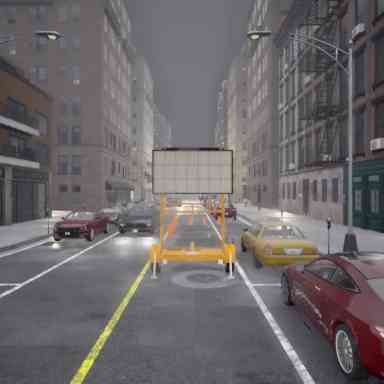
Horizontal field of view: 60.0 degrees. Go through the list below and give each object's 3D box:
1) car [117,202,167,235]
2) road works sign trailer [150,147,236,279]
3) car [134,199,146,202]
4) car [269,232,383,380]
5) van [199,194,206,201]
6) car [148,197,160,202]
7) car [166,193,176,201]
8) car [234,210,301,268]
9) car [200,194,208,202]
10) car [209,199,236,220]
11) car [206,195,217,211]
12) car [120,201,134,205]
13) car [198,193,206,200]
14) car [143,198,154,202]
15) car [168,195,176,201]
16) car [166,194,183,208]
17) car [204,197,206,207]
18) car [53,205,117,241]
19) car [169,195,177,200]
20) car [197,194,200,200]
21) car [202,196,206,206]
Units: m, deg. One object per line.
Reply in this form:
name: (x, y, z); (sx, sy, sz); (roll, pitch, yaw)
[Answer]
car: (-2.812, 1.546, 19.124); (2.033, 1.411, 5.357); (0, 0, 0)
road works sign trailer: (0.021, 0.464, 10.058); (2.380, 3.560, 2.880); (0, 0, 0)
car: (-5.331, 1.542, 27.929); (1.887, 1.381, 4.507); (0, 0, 0)
car: (2.648, 1.582, 5.183); (1.802, 1.307, 4.206); (0, 0, 0)
van: (2.874, 1.324, 88.705); (1.690, 1.788, 3.998); (0, 0, 0)
car: (-5.307, 1.435, 39.293); (1.967, 1.590, 4.097); (0, 0, 0)
car: (-5.248, 1.299, 83.217); (2.192, 1.841, 5.009); (0, 0, 0)
car: (2.660, 1.525, 11.036); (1.752, 1.417, 4.829); (0, 0, 0)
car: (2.741, 1.308, 50.642); (2.192, 1.841, 5.009); (0, 0, 0)
car: (2.694, 1.542, 27.913); (1.887, 1.381, 4.507); (0, 0, 0)
car: (2.706, 1.436, 33.595); (1.967, 1.590, 4.097); (0, 0, 0)
car: (-5.342, 1.549, 22.246); (2.008, 1.369, 4.403); (0, 0, 0)
car: (2.880, 1.296, 94.209); (2.192, 1.841, 5.009); (0, 0, 0)
car: (-5.319, 1.562, 33.611); (1.947, 1.339, 4.313); (0, 0, 0)
car: (-5.235, 1.548, 88.721); (1.947, 1.339, 4.313); (0, 0, 0)
car: (-2.653, 1.344, 47.782); (2.097, 1.767, 4.553); (0, 0, 0)
car: (2.718, 1.540, 39.277); (1.887, 1.381, 4.507); (0, 0, 0)
car: (-5.354, 1.543, 16.564); (1.887, 1.381, 4.507); (0, 0, 0)
car: (-5.221, 1.532, 94.224); (2.008, 1.369, 4.403); (0, 0, 0)
car: (2.860, 1.301, 77.698); (2.192, 1.841, 5.009); (0, 0, 0)
car: (2.729, 1.545, 44.960); (2.008, 1.369, 4.403); (0, 0, 0)
